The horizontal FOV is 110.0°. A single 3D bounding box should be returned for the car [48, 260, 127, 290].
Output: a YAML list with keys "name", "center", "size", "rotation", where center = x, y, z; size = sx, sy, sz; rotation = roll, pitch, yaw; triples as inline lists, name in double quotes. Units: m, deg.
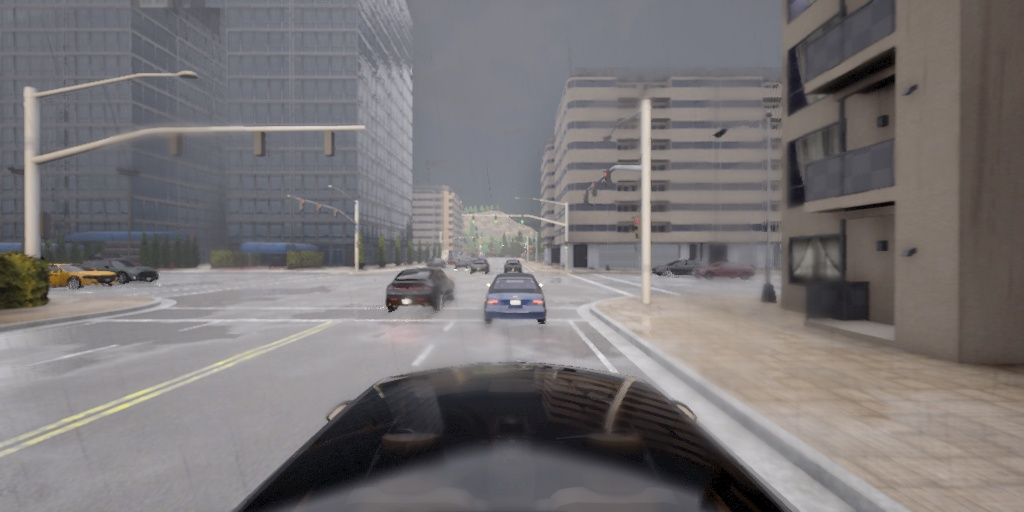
- name: "car"
  center: [-26.603, 1.156, 21.345]
  size: [5.008, 1.535, 1.882]
  rotation: [0, 0, -1]

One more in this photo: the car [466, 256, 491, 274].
- name: "car"
  center: [-3.398, 1.107, 38.989]
  size: [2.128, 1.511, 4.902]
  rotation: [0, 0, 0]

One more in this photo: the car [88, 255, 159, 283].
- name: "car"
  center: [-27.421, 1.019, 24.841]
  size: [4.553, 1.767, 2.097]
  rotation: [0, 0, -1]

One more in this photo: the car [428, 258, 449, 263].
- name: "car"
  center: [-10.576, 1.053, 50.340]
  size: [1.882, 1.535, 5.008]
  rotation: [0, 0, 0]

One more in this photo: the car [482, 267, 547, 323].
- name: "car"
  center: [0.093, 1.261, 11.939]
  size: [2.033, 1.411, 5.357]
  rotation: [0, 0, 0]

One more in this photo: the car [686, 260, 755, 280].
- name: "car"
  center: [17.002, 1.178, 28.963]
  size: [4.674, 1.442, 1.812]
  rotation: [0, 0, -1]

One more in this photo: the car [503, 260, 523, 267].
- name: "car"
  center: [0.103, 1.121, 39.080]
  size: [1.837, 1.490, 4.892]
  rotation: [0, 0, 0]

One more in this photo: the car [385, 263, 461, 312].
- name: "car"
  center: [-3.405, 1.211, 14.045]
  size: [1.837, 1.490, 4.892]
  rotation: [0, 0, 0]

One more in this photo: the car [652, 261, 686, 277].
- name: "car"
  center: [15.205, 1.144, 32.464]
  size: [4.892, 1.490, 1.837]
  rotation: [0, 0, -1]

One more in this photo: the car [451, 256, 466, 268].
- name: "car"
  center: [-7.070, 1.072, 51.878]
  size: [1.837, 1.490, 4.892]
  rotation: [0, 1, 0]
